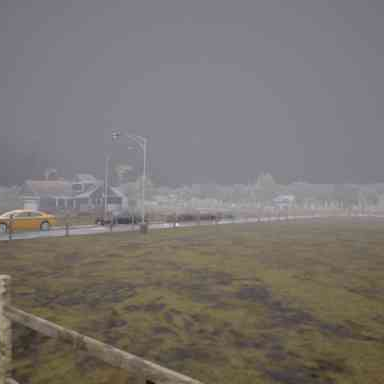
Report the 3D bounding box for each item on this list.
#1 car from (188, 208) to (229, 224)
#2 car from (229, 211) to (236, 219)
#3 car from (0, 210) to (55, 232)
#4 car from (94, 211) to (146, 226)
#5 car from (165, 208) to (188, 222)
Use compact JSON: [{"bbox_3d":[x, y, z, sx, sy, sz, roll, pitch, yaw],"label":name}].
[{"bbox_3d":[2.022,2.865,39.070,1.882,1.535,5.008,0,-2,35],"label":"car"},{"bbox_3d":[4.646,3.317,47.825,1.994,1.385,4.181,0,-2,35],"label":"car"},{"bbox_3d":[-12.345,2.030,23.811,1.882,1.535,5.008,0,-2,34],"label":"car"},{"bbox_3d":[-6.714,2.490,31.846,2.033,1.411,5.357,0,-2,35],"label":"car"},{"bbox_3d":[-1.126,2.688,39.724,2.097,1.767,4.553,0,-2,36],"label":"car"}]
